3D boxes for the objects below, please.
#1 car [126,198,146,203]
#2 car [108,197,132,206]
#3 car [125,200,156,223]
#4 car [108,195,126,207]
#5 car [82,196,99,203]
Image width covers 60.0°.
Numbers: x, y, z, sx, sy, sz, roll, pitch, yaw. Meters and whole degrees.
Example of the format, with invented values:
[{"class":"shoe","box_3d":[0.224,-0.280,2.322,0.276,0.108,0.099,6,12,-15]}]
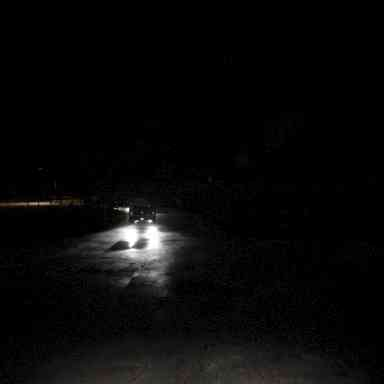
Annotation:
[{"class":"car","box_3d":[-5.481,1.408,35.011,1.812,1.442,4.674,0,0,-17]},{"class":"car","box_3d":[-11.881,1.479,54.403,1.895,1.301,4.718,-1,0,-38]},{"class":"car","box_3d":[-3.618,1.512,24.790,1.895,1.301,4.718,0,0,-6]},{"class":"car","box_3d":[-10.214,1.246,46.379,2.097,1.767,4.553,-1,0,-30]},{"class":"car","box_3d":[-18.632,1.523,61.806,4.181,1.385,1.994,-1,1,41]}]
